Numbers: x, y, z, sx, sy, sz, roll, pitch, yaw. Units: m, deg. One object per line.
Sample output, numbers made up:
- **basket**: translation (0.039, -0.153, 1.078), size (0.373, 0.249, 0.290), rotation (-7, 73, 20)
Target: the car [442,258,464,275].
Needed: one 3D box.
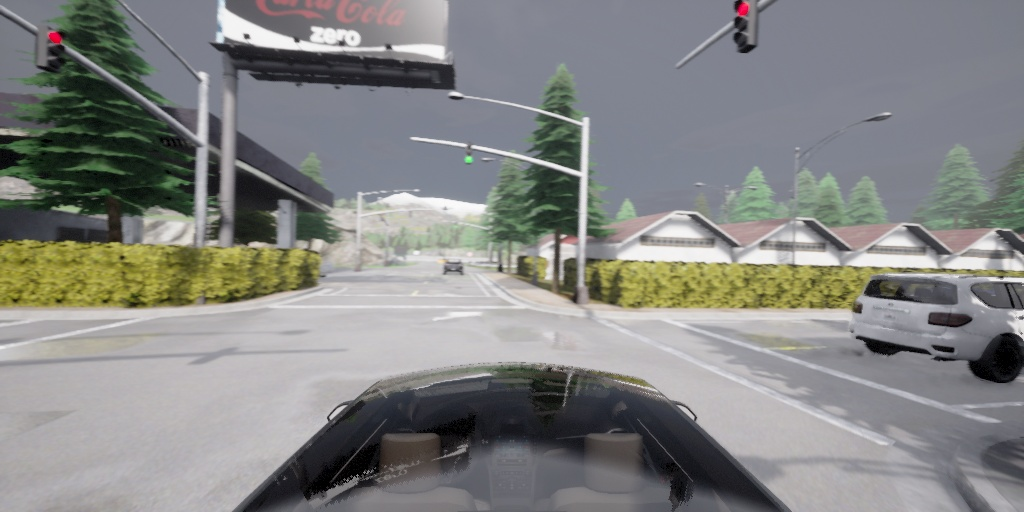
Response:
- **car**: translation (-5.559, 0.955, 34.143), size (2.128, 1.511, 4.902), rotation (2, 0, -9)

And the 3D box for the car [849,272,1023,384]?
- **car**: translation (10.700, 1.443, 8.028), size (5.566, 2.045, 2.150), rotation (2, 0, -8)
